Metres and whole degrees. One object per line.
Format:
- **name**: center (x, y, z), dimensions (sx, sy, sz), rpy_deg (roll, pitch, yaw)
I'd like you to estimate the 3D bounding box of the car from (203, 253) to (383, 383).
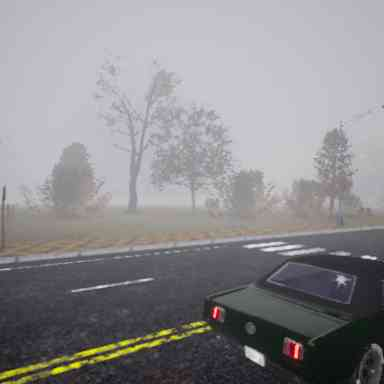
- **car**: center (2.572, 1.662, 5.159), dimensions (4.718, 1.301, 1.895), rpy_deg (1, 0, -34)
